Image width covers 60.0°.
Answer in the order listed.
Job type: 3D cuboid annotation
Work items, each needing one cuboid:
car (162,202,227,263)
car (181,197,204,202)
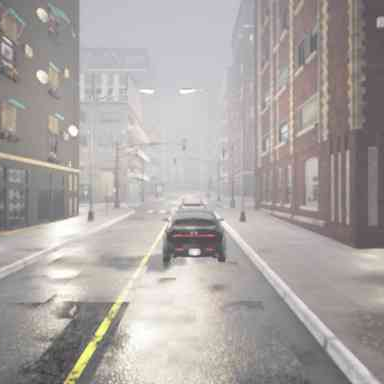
[{"bbox_3d":[0.059,1.286,11.061,1.837,1.490,4.892,0,1,0],"label":"car"},{"bbox_3d":[0.034,1.060,22.335,2.128,1.511,4.902,0,1,0],"label":"car"}]
